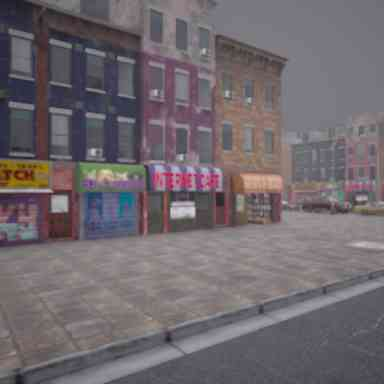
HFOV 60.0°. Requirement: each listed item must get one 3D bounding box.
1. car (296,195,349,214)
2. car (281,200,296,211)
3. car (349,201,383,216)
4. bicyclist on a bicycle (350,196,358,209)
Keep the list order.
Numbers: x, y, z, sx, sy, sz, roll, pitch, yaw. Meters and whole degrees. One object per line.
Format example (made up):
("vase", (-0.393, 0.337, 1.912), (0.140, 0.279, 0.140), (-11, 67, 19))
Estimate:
("car", (13.631, 1.281, 33.980), (2.192, 1.841, 5.009), (0, 0, -36))
("car", (10.456, 1.562, 38.411), (1.802, 1.307, 4.206), (0, 0, -36))
("car", (16.908, 1.477, 29.411), (1.752, 1.417, 4.829), (0, 0, -36))
("bicyclist on a bicycle", (18.178, 1.259, 37.329), (1.656, 1.620, 0.582), (0, 0, -36))
